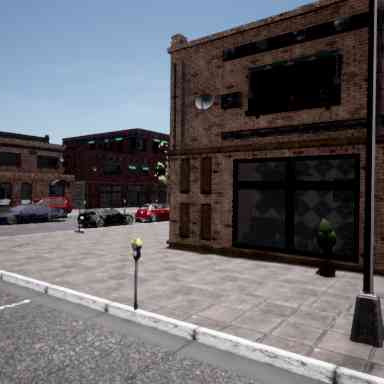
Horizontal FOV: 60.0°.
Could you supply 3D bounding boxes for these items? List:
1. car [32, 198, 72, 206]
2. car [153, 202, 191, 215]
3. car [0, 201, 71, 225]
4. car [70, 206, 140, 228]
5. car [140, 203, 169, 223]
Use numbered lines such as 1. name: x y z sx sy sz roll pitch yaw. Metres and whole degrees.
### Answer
1. car: -12.968 1.415 29.127 2.192 1.841 5.009 0 0 36
2. car: -2.261 1.880 39.346 1.895 1.301 4.718 1 0 36
3. car: -12.465 1.662 25.474 2.033 1.411 5.357 1 0 37
4. car: -6.213 1.797 24.172 1.947 1.339 4.313 0 0 36
5. car: -2.931 1.724 28.647 1.967 1.590 4.097 0 0 36
